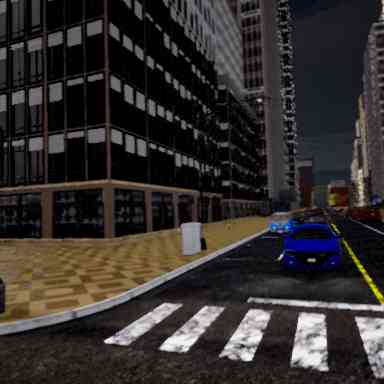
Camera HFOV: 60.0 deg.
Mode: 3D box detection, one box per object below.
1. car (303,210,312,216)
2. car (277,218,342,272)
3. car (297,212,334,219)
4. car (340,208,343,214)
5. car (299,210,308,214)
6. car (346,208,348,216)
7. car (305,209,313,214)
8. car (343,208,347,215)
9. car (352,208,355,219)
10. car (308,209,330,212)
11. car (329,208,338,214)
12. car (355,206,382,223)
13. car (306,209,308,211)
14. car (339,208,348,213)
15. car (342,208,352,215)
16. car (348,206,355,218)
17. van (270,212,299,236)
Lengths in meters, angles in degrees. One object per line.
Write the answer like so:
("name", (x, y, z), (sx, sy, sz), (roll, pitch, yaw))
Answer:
("car", (27.451, 4.873, 78.853), (1.802, 1.307, 4.206), (-3, -3, 21))
("car", (4.765, 2.034, 13.125), (1.882, 1.535, 5.008), (-3, -3, 21))
("car", (9.424, 2.532, 25.150), (2.128, 1.511, 4.902), (-3, -3, 21))
("car", (33.262, 4.187, 70.687), (2.008, 1.369, 4.403), (-3, -3, 21))
("car", (13.460, 3.412, 42.719), (1.947, 1.339, 4.313), (-3, -3, 21))
("car", (27.266, 3.583, 55.200), (1.947, 1.339, 4.313), (-3, -3, 21))
("car", (31.449, 5.285, 89.177), (1.802, 1.307, 4.206), (-3, -3, 21))
("car", (29.257, 3.539, 60.375), (2.192, 1.841, 5.009), (-3, -3, 21))
("car", (23.268, 3.149, 44.877), (1.887, 1.381, 4.507), (-3, -3, 21))
("car", (16.292, 3.265, 42.679), (1.812, 1.442, 4.674), (-3, -4, 22))
("car", (33.747, 4.608, 79.396), (2.128, 1.511, 4.902), (-3, -3, 21))
("car", (21.261, 2.713, 39.727), (2.192, 1.841, 5.009), (-3, -3, 21))
("car", (15.458, 3.603, 47.881), (2.008, 1.369, 4.403), (-3, -3, 21))
("car", (39.258, 4.820, 86.172), (1.947, 1.339, 4.313), (-3, -3, 21))
("car", (35.321, 4.374, 76.009), (1.752, 1.417, 4.829), (-3, -3, 21))
("car", (25.259, 3.126, 50.052), (2.192, 1.841, 5.009), (-3, -3, 21))
("van", (7.456, 2.566, 27.245), (1.690, 1.788, 3.998), (-3, -3, 21))
